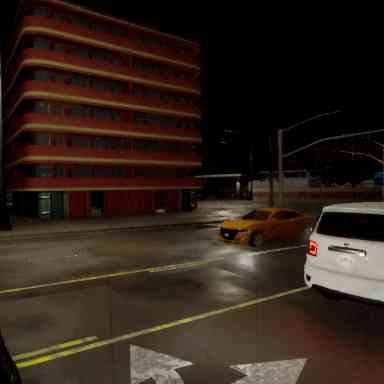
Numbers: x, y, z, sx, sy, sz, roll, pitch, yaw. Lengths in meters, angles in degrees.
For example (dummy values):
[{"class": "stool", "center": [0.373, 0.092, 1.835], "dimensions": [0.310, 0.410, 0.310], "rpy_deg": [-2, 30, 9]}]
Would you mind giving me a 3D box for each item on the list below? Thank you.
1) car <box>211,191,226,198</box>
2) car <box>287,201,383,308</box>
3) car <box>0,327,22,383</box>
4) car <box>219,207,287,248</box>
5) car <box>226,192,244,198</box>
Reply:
[{"class": "car", "center": [7.393, 0.671, 89.321], "dimensions": [4.611, 1.667, 2.242], "rpy_deg": [-1, 1, -35]}, {"class": "car", "center": [4.767, 1.218, 7.130], "dimensions": [5.566, 2.045, 2.150], "rpy_deg": [0, 0, -35]}, {"class": "car", "center": [-3.674, 1.222, 1.131], "dimensions": [5.566, 2.045, 2.150], "rpy_deg": [0, 0, -35]}, {"class": "car", "center": [3.447, 1.465, 14.992], "dimensions": [5.008, 1.535, 1.882], "rpy_deg": [0, 0, -35]}, {"class": "car", "center": [11.360, 0.818, 85.096], "dimensions": [3.806, 1.475, 1.970], "rpy_deg": [-1, 1, -35]}]
